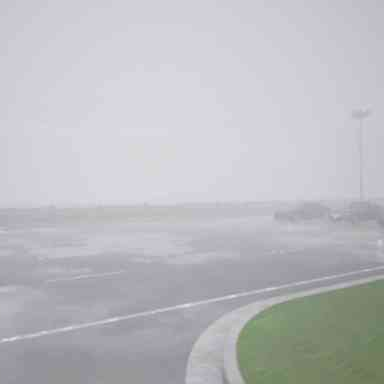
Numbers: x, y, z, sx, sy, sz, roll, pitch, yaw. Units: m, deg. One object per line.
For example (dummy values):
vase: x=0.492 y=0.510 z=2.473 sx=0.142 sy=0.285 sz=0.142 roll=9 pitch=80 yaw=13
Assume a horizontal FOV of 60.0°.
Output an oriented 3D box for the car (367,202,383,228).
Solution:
car: x=13.268 y=1.402 z=20.101 sx=4.902 sy=1.511 sz=2.128 roll=-1 pitch=0 yaw=-29

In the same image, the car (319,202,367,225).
car: x=11.612 y=1.432 z=23.184 sx=4.902 sy=1.511 sz=2.128 roll=-1 pitch=0 yaw=-29

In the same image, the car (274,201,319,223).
car: x=8.502 y=1.463 z=25.471 sx=5.008 sy=1.535 sz=1.882 roll=-1 pitch=0 yaw=-29
